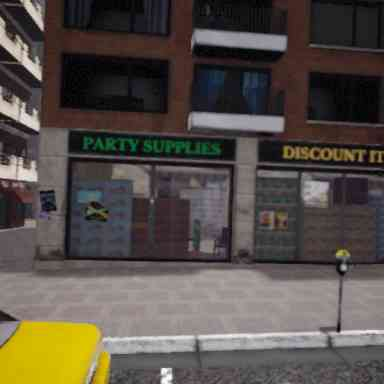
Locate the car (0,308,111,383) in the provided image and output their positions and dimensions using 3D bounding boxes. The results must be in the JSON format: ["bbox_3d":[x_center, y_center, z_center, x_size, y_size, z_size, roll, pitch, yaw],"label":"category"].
[{"bbox_3d":[-3.189,1.530,2.741,4.829,1.417,1.752,1,1,-5],"label":"car"}]
